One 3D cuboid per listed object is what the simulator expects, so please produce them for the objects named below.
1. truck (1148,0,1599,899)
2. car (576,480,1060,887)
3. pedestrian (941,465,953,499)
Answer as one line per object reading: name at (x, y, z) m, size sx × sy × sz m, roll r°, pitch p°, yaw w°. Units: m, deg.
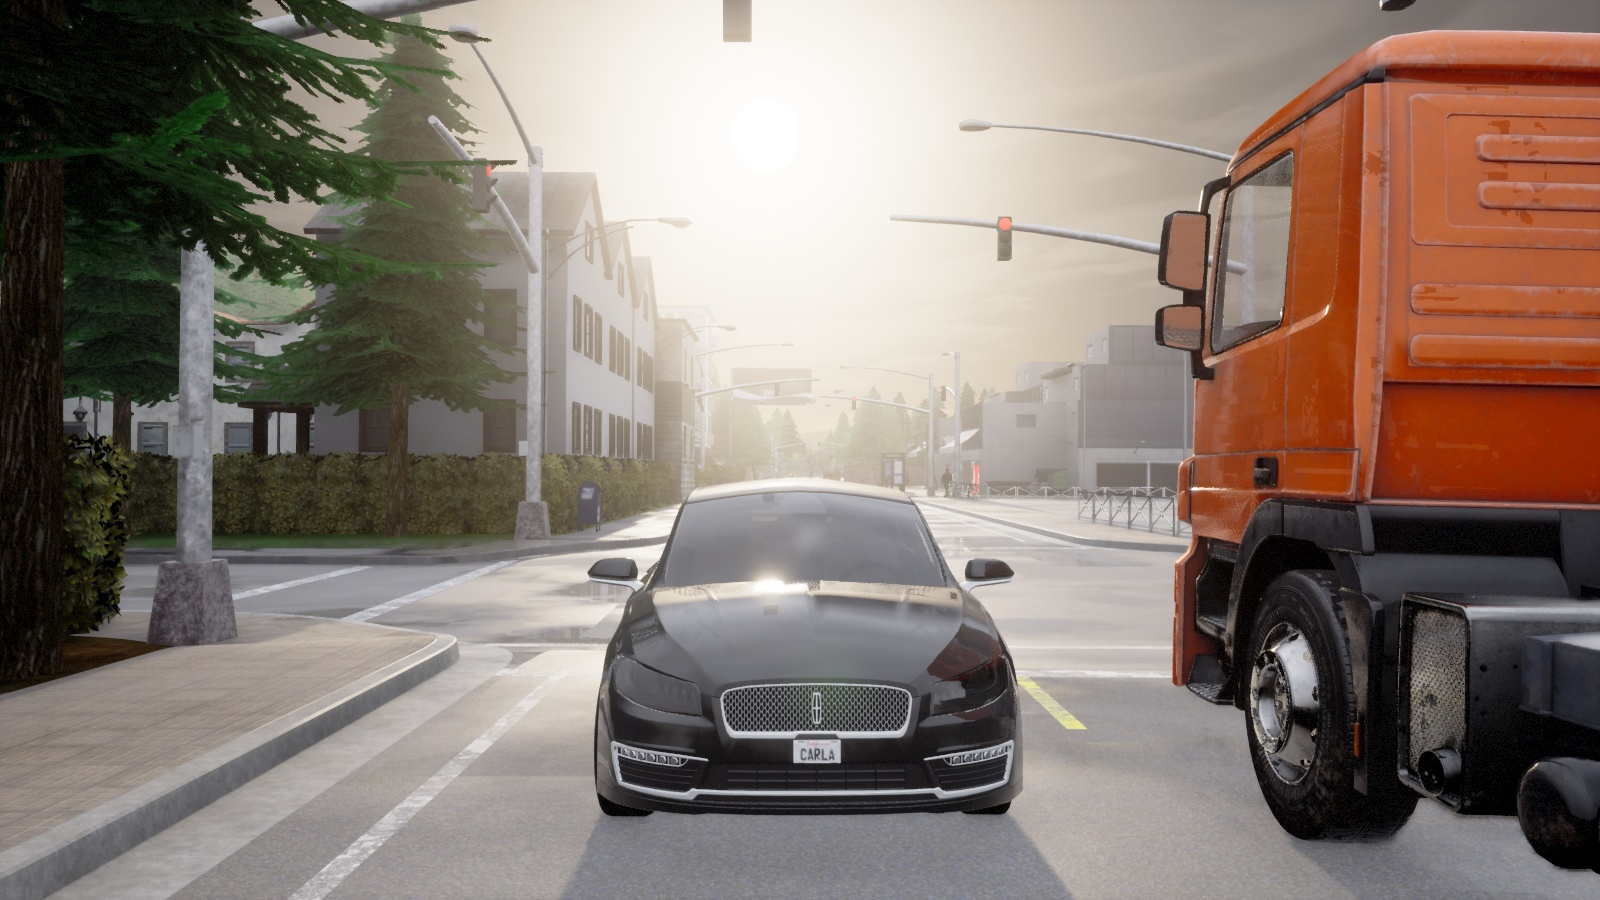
truck at (3.467, -0.063, 3.129) m, size 2.891 × 3.462 × 7.936 m, roll 1°, pitch 0°, yaw 0°
car at (-0.006, 0.941, 7.222) m, size 1.837 × 1.490 × 4.892 m, roll 0°, pitch -1°, yaw -2°
pedestrian at (8.179, 1.778, 69.857) m, size 0.431 × 1.840 × 0.703 m, roll -1°, pitch -1°, yaw 22°
